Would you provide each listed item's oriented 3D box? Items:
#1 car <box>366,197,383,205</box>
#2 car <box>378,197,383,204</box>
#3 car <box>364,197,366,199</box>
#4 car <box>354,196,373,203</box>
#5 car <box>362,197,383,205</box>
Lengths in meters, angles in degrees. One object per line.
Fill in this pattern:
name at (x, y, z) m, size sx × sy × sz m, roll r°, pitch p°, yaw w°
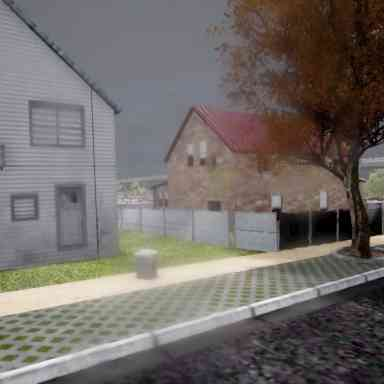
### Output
car at (28.521, 1.820, 49.468) m, size 2.128 × 1.511 × 4.902 m, roll -2°, pitch 0°, yaw 1°
car at (38.491, 1.630, 64.930) m, size 1.812 × 1.442 × 4.674 m, roll -2°, pitch 0°, yaw 0°
car at (31.987, 1.552, 65.199) m, size 2.150 × 2.045 × 5.566 m, roll -2°, pitch 0°, yaw 0°
car at (38.578, 1.680, 74.973) m, size 1.895 × 1.301 × 4.718 m, roll -2°, pitch 0°, yaw 0°
car at (35.242, 1.746, 64.825) m, size 1.812 × 1.442 × 4.674 m, roll -2°, pitch 0°, yaw 0°
